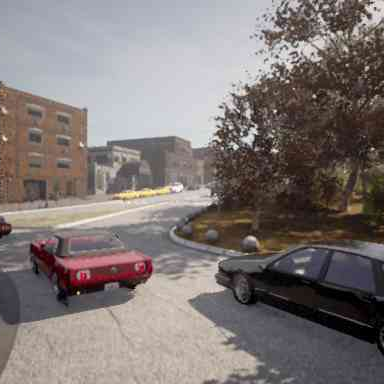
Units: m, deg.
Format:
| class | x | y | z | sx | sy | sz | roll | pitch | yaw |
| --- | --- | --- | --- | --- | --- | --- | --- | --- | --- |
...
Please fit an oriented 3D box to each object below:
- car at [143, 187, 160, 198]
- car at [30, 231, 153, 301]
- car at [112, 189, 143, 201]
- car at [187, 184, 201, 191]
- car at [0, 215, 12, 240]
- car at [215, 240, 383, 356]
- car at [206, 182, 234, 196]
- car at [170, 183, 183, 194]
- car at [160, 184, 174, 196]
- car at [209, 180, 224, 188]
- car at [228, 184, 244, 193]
| class | x | y | z | sx | sy | sz | roll | pitch | yaw |
| --- | --- | --- | --- | --- | --- | --- | --- | --- | --- |
| car | -8.046 | 0.128 | 56.382 | 1.946 | 1.575 | 5.366 | 0 | 3 | 23 |
| car | -2.890 | 1.661 | 8.648 | 1.895 | 1.301 | 4.718 | 0 | 0 | -34 |
| car | -10.181 | 0.435 | 51.297 | 1.946 | 1.575 | 5.366 | 0 | 3 | 23 |
| car | 0.568 | -1.075 | 77.003 | 2.163 | 1.488 | 4.792 | 0 | 3 | 23 |
| car | -11.110 | 1.727 | 16.165 | 4.718 | 1.301 | 1.895 | 0 | 0 | 26 |
| car | 2.657 | 1.577 | 5.809 | 2.033 | 1.411 | 5.357 | 0 | 0 | -33 |
| car | 4.802 | -0.408 | 56.575 | 2.150 | 2.045 | 5.566 | 0 | 3 | 24 |
| car | -3.687 | -0.746 | 66.810 | 2.435 | 2.045 | 5.566 | 0 | 3 | 23 |
| car | -5.919 | -0.177 | 61.472 | 1.946 | 1.575 | 5.366 | 0 | 3 | 23 |
| car | 6.946 | -2.271 | 92.261 | 2.435 | 2.045 | 5.566 | 0 | 3 | 23 |
| car | 8.780 | -0.704 | 66.245 | 1.837 | 1.490 | 4.892 | 0 | 3 | 23 |
